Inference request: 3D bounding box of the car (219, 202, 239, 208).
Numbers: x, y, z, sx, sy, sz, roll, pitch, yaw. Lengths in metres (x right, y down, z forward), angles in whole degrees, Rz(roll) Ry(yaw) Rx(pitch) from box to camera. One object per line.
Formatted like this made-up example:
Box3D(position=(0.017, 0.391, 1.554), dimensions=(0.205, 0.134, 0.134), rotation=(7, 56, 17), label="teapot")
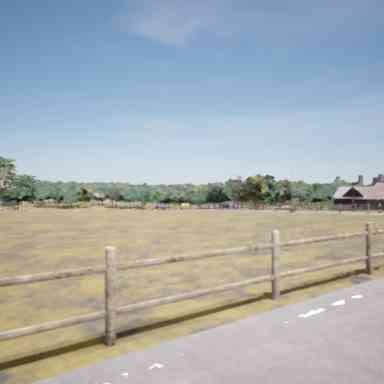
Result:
Box3D(position=(7.545, 2.738, 68.642), dimensions=(2.128, 1.511, 4.902), rotation=(1, -2, -36), label="car")
